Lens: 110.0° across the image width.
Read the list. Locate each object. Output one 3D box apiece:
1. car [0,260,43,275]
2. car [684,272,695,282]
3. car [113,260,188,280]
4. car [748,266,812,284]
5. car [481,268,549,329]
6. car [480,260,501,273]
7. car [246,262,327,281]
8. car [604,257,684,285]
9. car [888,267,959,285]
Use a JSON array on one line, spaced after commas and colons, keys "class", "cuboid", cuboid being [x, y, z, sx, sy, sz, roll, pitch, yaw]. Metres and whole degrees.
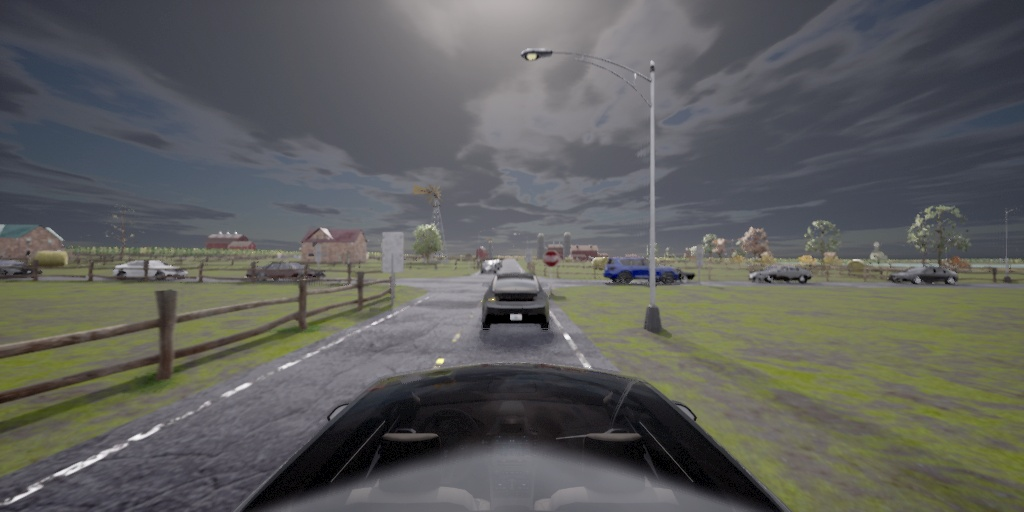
[{"class": "car", "cuboid": [-38.855, 0.991, 27.384, 4.181, 1.385, 1.994, 1, -1, -1]}, {"class": "car", "cuboid": [13.064, 1.593, 30.971, 4.718, 1.301, 1.895, 1, -1, -2]}, {"class": "car", "cuboid": [-27.672, 1.071, 27.515, 4.674, 1.442, 1.812, 1, -1, 0]}, {"class": "car", "cuboid": [23.215, 1.580, 31.133, 4.902, 1.511, 2.128, 1, -1, -1]}, {"class": "car", "cuboid": [0.099, 1.284, 11.379, 1.837, 1.490, 4.892, 0, 0, 0]}, {"class": "car", "cuboid": [-2.842, 1.366, 44.373, 2.128, 1.511, 4.902, 0, 0, 0]}, {"class": "car", "cuboid": [-17.342, 1.200, 27.650, 5.357, 1.411, 2.033, 1, -1, -1]}, {"class": "car", "cuboid": [10.109, 1.150, 28.299, 5.566, 2.045, 2.150, 1, -1, -1]}, {"class": "car", "cuboid": [35.799, 1.709, 31.285, 4.892, 1.490, 1.837, 1, -1, 0]}]
